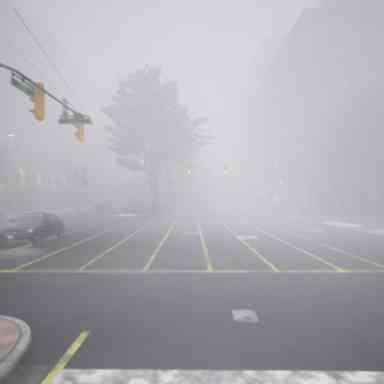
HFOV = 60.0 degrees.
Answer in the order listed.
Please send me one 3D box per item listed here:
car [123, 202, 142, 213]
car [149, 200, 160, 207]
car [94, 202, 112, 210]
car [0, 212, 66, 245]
[{"bbox_3d":[-7.992,2.115,45.019,2.128,1.511,4.902,0,0,0],"label":"car"},{"bbox_3d":[-7.985,2.455,71.060,1.994,1.385,4.181,0,-1,0],"label":"car"},{"bbox_3d":[-14.738,2.296,55.205,1.895,1.301,4.718,0,-1,0],"label":"car"},{"bbox_3d":[-7.998,1.752,16.974,1.812,1.442,4.674,0,-1,0],"label":"car"}]
